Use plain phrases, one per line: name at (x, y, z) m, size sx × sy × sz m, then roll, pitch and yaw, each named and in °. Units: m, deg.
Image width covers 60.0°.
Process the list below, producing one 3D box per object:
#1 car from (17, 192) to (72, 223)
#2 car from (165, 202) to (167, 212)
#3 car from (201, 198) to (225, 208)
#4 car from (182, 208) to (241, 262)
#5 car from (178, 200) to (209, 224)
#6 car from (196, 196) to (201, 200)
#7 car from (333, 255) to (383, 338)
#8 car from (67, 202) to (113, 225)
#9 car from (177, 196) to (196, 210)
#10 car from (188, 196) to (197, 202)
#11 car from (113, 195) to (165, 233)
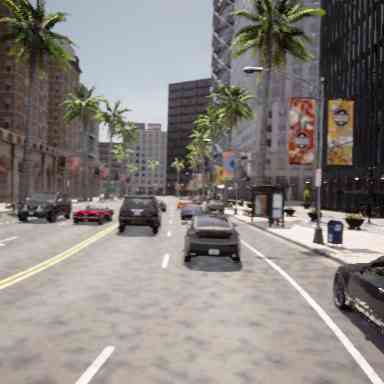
car at (-10.304, 1.019, 23.843) m, size 2.150 × 2.045 × 5.566 m, roll 2°, pitch -1°, yaw -3°
car at (-4.046, 1.595, 39.622) m, size 1.994 × 1.385 × 4.181 m, roll 2°, pitch 0°, yaw -3°
car at (2.564, 1.694, 37.568) m, size 2.231 × 1.521 × 4.892 m, roll 2°, pitch 0°, yaw -3°
car at (0.669, 1.570, 12.440) m, size 1.837 × 1.490 × 4.892 m, roll 2°, pitch 0°, yaw 0°
car at (0.024, 1.673, 29.032) m, size 1.994 × 1.385 × 4.181 m, roll 2°, pitch 0°, yaw -3°
car at (0.967, 1.630, 66.899) m, size 2.185 × 1.767 × 4.553 m, roll 2°, pitch 0°, yaw -3°
car at (3.691, 1.649, 5.084) m, size 1.812 × 1.442 × 4.674 m, roll 2°, pitch 0°, yaw 6°
car at (-6.779, 1.494, 23.129) m, size 1.895 × 1.301 × 4.718 m, roll 2°, pitch 0°, yaw -3°
car at (-0.962, 1.493, 45.561) m, size 2.097 × 1.767 × 4.553 m, roll 2°, pitch 0°, yaw -3°
car at (0.067, 1.844, 88.812) m, size 2.161 × 1.482 × 4.786 m, roll 2°, pitch 0°, yaw -3°
car at (-2.979, 1.210, 19.944) m, size 2.150 × 2.045 × 5.566 m, roll 2°, pitch 0°, yaw -3°
